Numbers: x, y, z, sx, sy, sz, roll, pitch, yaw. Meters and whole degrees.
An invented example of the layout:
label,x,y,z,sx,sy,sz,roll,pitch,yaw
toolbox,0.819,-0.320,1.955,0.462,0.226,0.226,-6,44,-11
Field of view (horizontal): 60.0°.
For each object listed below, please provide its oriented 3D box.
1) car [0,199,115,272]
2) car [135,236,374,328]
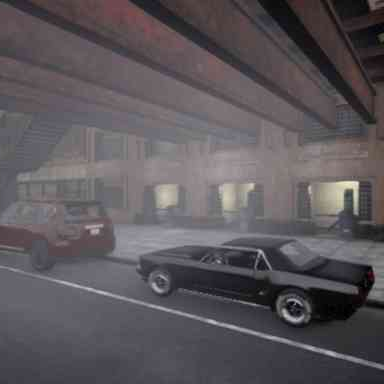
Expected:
label,x,y,z,sx,sy,sz,roll,pitch,yaw
car,-5.031,1.255,11.189,5.566,2.045,2.435,0,0,35
car,1.058,1.605,6.990,4.718,1.301,1.895,0,0,35
